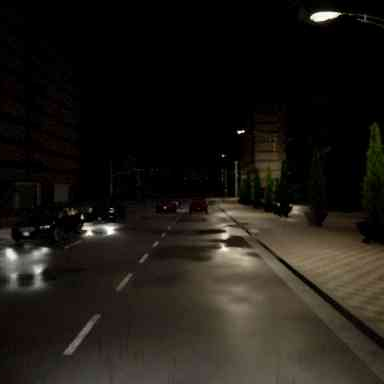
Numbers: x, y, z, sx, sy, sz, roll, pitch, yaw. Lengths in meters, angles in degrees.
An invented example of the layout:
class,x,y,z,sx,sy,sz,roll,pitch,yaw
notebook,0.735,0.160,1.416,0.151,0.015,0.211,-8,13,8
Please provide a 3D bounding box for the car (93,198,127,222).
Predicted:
class,x,y,z,sx,sy,sz,roll,pitch,yaw
car,-6.552,1.323,26.074,2.097,1.767,4.553,0,0,2

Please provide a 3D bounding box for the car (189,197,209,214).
class,x,y,z,sx,sy,sz,roll,pitch,yaw
car,0.716,1.440,35.125,1.882,1.535,5.008,0,0,1

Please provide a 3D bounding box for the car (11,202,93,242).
class,x,y,z,sx,sy,sz,roll,pitch,yaw
car,-6.838,1.473,16.268,2.128,1.511,4.902,0,0,1

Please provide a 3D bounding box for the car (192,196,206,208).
class,x,y,z,sx,sy,sz,roll,pitch,yaw
car,1.054,1.426,47.981,1.882,1.535,5.008,0,0,2

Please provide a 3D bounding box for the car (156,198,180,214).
class,x,y,z,sx,sy,sz,roll,pitch,yaw
car,-2.674,1.526,35.504,1.994,1.385,4.181,0,0,1
